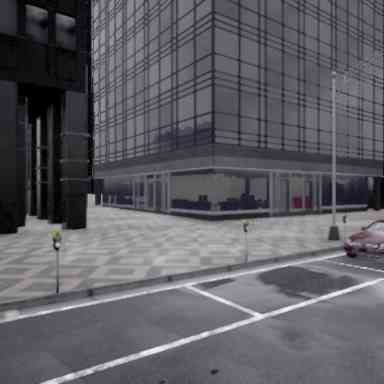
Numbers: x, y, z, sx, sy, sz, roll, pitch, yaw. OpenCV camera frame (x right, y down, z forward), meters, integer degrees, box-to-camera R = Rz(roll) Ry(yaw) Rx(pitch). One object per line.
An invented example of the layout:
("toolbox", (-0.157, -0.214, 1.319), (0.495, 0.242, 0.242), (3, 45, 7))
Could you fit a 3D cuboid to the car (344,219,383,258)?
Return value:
("car", (7.107, 1.602, 11.718), (4.206, 1.307, 1.802), (0, 0, -35))
